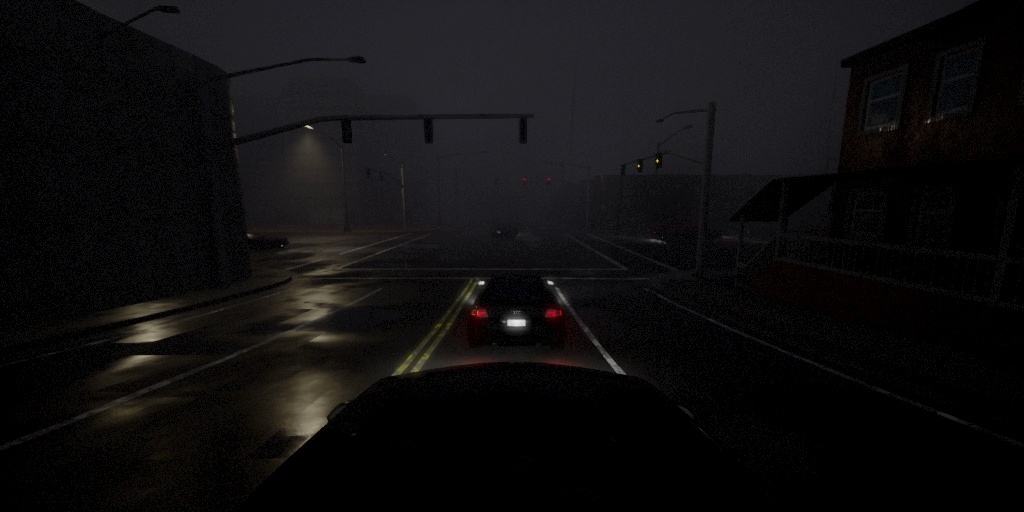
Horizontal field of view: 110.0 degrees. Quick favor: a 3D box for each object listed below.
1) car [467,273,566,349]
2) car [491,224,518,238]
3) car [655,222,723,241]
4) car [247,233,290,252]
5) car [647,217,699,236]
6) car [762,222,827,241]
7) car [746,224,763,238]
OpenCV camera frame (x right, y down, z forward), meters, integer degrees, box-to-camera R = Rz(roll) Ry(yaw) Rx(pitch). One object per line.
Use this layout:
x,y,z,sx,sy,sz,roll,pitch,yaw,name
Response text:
0.101,1.093,8.658,1.994,1.385,4.181,0,3,0,car
-0.746,-2.670,37.418,1.994,1.385,4.181,2,9,16,car
16.874,-2.170,33.828,5.357,1.411,2.033,0,8,0,car
-19.532,-1.085,26.975,4.718,1.301,1.895,0,8,0,car
17.009,-3.001,37.242,5.566,2.045,2.150,0,8,0,car
26.970,-2.234,33.739,5.008,1.535,1.882,0,8,0,car
27.039,-2.731,37.205,4.902,1.511,2.128,0,8,0,car
